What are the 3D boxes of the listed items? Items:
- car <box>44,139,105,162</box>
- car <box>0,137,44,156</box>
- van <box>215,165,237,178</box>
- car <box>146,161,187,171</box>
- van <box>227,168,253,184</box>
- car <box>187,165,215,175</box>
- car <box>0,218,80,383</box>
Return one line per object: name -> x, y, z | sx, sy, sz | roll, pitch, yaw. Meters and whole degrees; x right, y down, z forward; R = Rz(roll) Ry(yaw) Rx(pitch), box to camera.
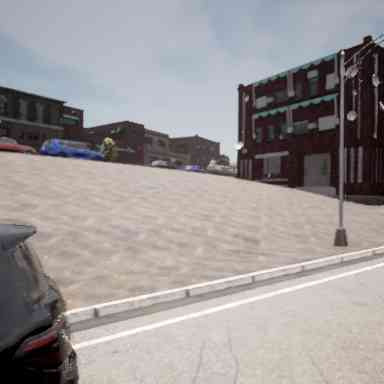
car -> -10.509, -3.362, 29.614 | 2.435, 2.045, 5.566 | 0, -1, 44
car -> -14.382, -3.363, 25.552 | 2.185, 1.767, 4.553 | 0, -1, 45
van -> 3.969, -2.611, 46.504 | 1.878, 1.987, 4.442 | 0, -2, 39
car -> -3.178, -2.755, 37.859 | 2.002, 1.452, 4.674 | 0, -2, 41
van -> 7.353, -2.377, 50.883 | 1.878, 1.987, 4.442 | 0, -2, 38
car -> 0.383, -2.564, 42.102 | 2.002, 1.452, 4.674 | 0, -2, 40
car -> -3.441, 1.230, 1.538 | 5.566, 2.045, 2.150 | 0, 0, -35
